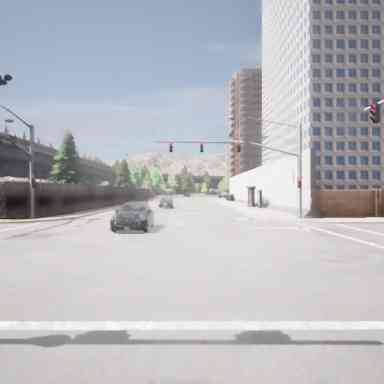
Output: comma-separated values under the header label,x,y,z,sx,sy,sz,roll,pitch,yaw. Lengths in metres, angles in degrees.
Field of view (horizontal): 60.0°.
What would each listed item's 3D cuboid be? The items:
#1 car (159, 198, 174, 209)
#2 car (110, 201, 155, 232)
label,x,y,z,sx,sy,sz,roll,pitch,yaw
car,-3.544,1.544,46.449,2.128,1.511,4.902,0,0,0
car,-3.518,1.396,20.241,2.097,1.767,4.553,0,0,0
